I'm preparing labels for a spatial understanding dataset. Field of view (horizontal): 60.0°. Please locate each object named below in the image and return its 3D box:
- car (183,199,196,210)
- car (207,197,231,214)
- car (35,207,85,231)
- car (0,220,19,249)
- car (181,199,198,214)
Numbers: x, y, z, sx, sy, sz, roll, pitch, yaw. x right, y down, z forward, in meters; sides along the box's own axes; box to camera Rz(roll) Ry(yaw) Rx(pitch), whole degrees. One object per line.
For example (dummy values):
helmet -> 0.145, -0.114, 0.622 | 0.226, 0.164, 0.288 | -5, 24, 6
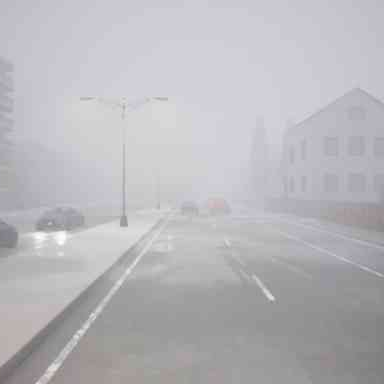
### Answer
car -> -0.357, 1.740, 48.063 | 1.812, 1.442, 4.674 | 0, 0, -1
car -> 3.193, 1.523, 38.439 | 2.097, 1.767, 4.553 | 0, 0, 0
car -> -8.300, 1.659, 21.210 | 1.994, 1.385, 4.181 | 0, 0, -2
car -> -8.210, 1.618, 12.280 | 1.994, 1.385, 4.181 | 0, 0, -3
car -> -0.254, 1.771, 38.108 | 1.895, 1.301, 4.718 | 0, 0, -1
